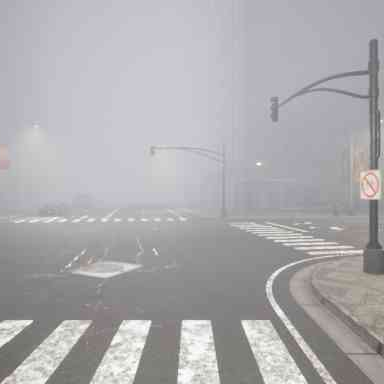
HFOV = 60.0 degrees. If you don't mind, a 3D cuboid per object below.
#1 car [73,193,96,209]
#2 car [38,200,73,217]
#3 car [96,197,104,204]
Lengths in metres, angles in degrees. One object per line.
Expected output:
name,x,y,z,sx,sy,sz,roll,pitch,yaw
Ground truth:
car,-15.287,1.242,46.550,2.150,2.045,5.566,0,1,-9
car,-12.839,1.578,31.118,1.994,1.385,4.181,0,0,-8
car,-17.946,1.617,63.453,1.994,1.385,4.181,0,0,-9
